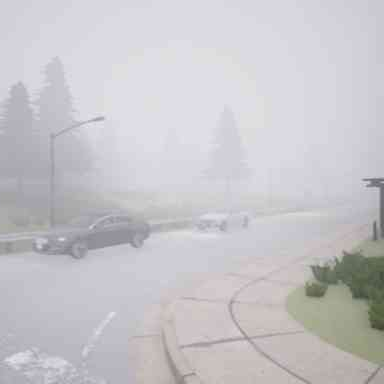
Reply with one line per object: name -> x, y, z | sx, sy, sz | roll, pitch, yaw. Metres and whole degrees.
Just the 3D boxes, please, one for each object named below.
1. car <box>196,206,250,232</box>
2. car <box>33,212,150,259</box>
car -> 2.113, 1.639, 21.530 | 1.812, 1.442, 4.674 | -1, 0, 36
car -> -3.794, 1.607, 13.382 | 2.128, 1.511, 4.902 | -1, 0, 36
